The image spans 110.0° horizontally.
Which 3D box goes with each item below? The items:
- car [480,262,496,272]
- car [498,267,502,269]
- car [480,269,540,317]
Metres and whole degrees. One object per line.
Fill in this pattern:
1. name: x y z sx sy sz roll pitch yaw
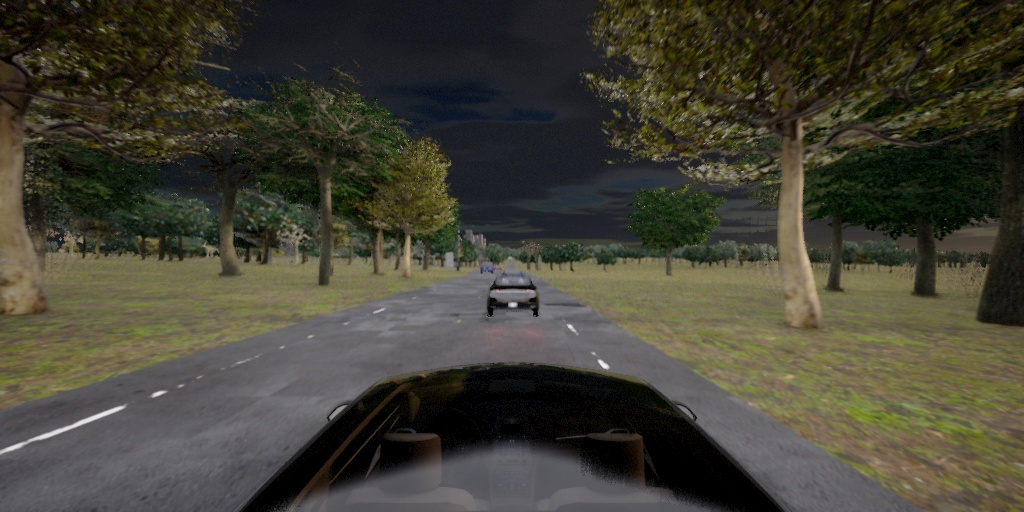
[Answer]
1. car: -4.177 1.989 60.024 2.150 2.045 5.566 0 -1 -5
2. car: 0.045 1.754 28.519 1.895 1.301 4.718 0 -1 1
3. car: 0.048 1.415 14.109 2.128 1.511 4.902 0 -1 0
